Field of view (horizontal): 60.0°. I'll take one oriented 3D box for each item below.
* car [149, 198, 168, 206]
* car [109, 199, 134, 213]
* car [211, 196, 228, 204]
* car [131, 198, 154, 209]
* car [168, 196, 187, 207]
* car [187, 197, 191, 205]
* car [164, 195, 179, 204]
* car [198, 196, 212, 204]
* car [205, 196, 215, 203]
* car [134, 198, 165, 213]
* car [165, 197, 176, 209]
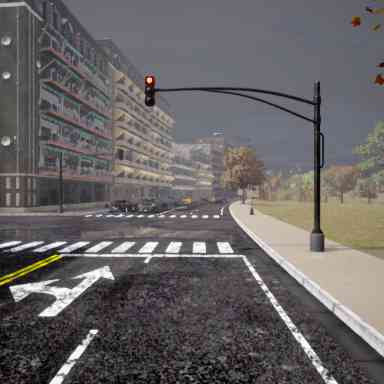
[{"bbox_3d":[-5.738,1.719,58.147,2.033,1.411,5.357,0,0,8],"label":"car"},{"bbox_3d":[-8.037,1.586,38.379,1.837,1.490,4.892,0,0,5],"label":"car"},{"bbox_3d":[5.722,1.783,68.634,2.033,1.411,5.357,0,0,9],"label":"car"},{"bbox_3d":[-7.045,1.672,48.075,2.033,1.411,5.357,0,0,6],"label":"car"},{"bbox_3d":[-2.670,1.713,56.674,2.033,1.411,5.357,0,0,8],"label":"car"},{"bbox_3d":[-1.358,1.690,65.569,1.882,1.535,5.008,0,0,9],"label":"car"},{"bbox_3d":[-4.211,1.579,68.281,2.097,1.767,4.553,0,0,9],"label":"car"},{"bbox_3d":[2.509,1.728,69.124,2.128,1.511,4.902,0,0,9],"label":"car"},{"bbox_3d":[4.335,1.729,79.323,1.882,1.535,5.008,0,0,12],"label":"car"},{"bbox_3d":[-4.793,1.433,38.154,2.097,1.767,4.553,0,0,5],"label":"car"},{"bbox_3d":[-3.892,1.722,47.101,1.895,1.301,4.718,0,0,7],"label":"car"}]
